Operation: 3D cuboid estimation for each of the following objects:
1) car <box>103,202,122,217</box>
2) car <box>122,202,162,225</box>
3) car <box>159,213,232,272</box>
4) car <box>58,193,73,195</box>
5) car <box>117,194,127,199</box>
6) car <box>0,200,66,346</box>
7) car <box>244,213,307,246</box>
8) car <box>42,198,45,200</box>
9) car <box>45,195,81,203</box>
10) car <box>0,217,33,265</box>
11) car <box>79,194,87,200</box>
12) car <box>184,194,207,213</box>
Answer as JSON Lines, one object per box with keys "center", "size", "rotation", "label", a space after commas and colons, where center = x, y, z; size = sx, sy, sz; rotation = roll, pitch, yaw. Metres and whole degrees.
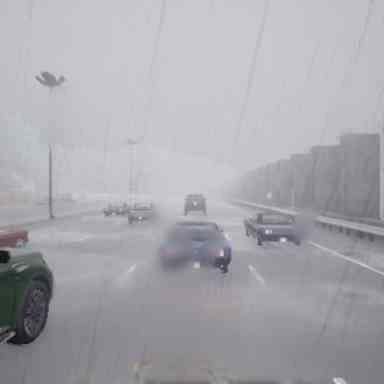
{"center": [-6.702, 1.593, 31.002], "size": [1.895, 1.301, 4.718], "rotation": [0, 0, 1], "label": "car"}
{"center": [-3.325, 1.486, 24.060], "size": [2.128, 1.511, 4.902], "rotation": [0, 0, 1], "label": "car"}
{"center": [0.095, 1.598, 10.768], "size": [1.895, 1.301, 4.718], "rotation": [0, 0, 0], "label": "car"}
{"center": [-23.778, 1.207, 61.900], "size": [2.150, 2.045, 5.566], "rotation": [0, 0, 0], "label": "car"}
{"center": [-17.330, 1.389, 82.778], "size": [1.837, 1.490, 4.892], "rotation": [0, 0, -4], "label": "car"}
{"center": [-3.397, 1.221, 3.236], "size": [2.150, 2.045, 5.566], "rotation": [0, 0, 0], "label": "car"}
{"center": [3.611, 1.596, 15.347], "size": [1.895, 1.301, 4.718], "rotation": [0, 0, 0], "label": "car"}
{"center": [-20.509, 1.554, 47.321], "size": [1.994, 1.385, 4.181], "rotation": [0, 0, 2], "label": "car"}
{"center": [-17.081, 1.480, 44.427], "size": [2.128, 1.511, 4.902], "rotation": [0, 0, 1], "label": "car"}
{"center": [-6.889, 1.599, 10.060], "size": [1.895, 1.301, 4.718], "rotation": [0, 0, 0], "label": "car"}
{"center": [-27.959, 1.350, 83.974], "size": [2.128, 1.511, 4.902], "rotation": [0, 0, -4], "label": "car"}
{"center": [0.369, 1.212, 34.121], "size": [2.150, 2.045, 5.566], "rotation": [0, 0, 1], "label": "car"}
